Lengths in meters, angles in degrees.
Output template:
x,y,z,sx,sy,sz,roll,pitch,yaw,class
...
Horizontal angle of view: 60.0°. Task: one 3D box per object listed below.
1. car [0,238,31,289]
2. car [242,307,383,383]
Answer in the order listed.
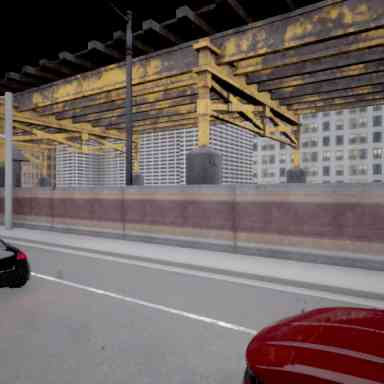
x,y,z,sx,sy,sz,roll,pitch,yaw,class
-5.765,1.564,8.027,4.181,1.385,1.994,0,0,36,car
2.728,1.478,2.050,5.008,1.535,1.882,0,0,35,car
